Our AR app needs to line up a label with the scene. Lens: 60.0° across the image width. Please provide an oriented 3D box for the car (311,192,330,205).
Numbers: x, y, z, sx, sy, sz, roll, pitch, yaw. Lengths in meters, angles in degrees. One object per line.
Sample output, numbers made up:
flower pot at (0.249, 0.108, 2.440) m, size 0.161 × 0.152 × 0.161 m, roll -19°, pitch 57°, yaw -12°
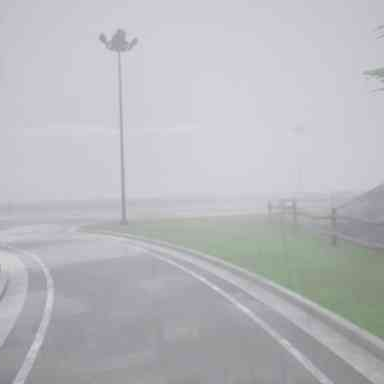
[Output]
car at (16.831, 0.589, 38.970) m, size 4.553 × 1.767 × 2.097 m, roll -2°, pitch 0°, yaw -21°

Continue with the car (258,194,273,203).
car at (12.001, 0.905, 48.356) m, size 4.718 × 1.301 × 1.895 m, roll -2°, pitch 0°, yaw -21°

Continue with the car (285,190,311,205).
car at (14.704, 0.753, 41.902) m, size 5.008 × 1.535 × 1.882 m, roll -2°, pitch 1°, yaw -21°

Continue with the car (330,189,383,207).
car at (17.687, 0.716, 35.554) m, size 5.008 × 1.535 × 1.882 m, roll -2°, pitch 0°, yaw -21°

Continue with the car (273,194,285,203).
car at (13.965, 0.623, 45.361) m, size 4.553 × 1.767 × 2.097 m, roll -2°, pitch 0°, yaw -21°
